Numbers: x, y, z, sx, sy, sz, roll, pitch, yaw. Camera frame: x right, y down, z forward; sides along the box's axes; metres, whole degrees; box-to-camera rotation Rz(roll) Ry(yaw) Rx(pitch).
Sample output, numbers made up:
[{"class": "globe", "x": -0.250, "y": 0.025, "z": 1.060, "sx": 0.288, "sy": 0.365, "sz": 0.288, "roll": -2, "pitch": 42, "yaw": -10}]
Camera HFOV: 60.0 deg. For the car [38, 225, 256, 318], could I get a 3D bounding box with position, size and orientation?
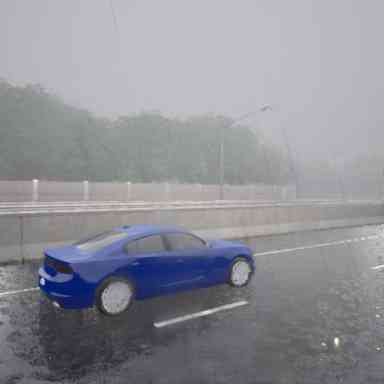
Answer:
[{"class": "car", "x": -0.720, "y": 1.482, "z": 7.530, "sx": 5.008, "sy": 1.535, "sz": 1.882, "roll": 0, "pitch": 0, "yaw": -35}]
